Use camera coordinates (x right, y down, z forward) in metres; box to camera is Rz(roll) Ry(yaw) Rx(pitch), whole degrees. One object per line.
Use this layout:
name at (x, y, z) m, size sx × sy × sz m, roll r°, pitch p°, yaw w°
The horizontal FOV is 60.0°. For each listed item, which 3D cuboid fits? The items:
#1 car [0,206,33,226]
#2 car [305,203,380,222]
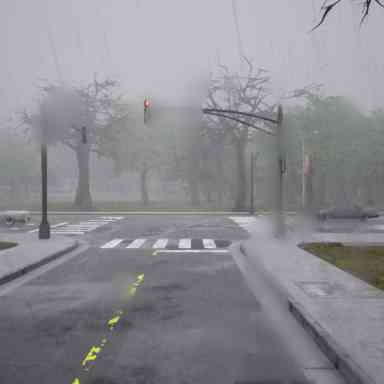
car at (-13.643, 1.589, 22.932) m, size 4.718 × 1.301 × 1.895 m, roll 0°, pitch 0°, yaw 0°
car at (11.836, 1.563, 26.363) m, size 5.357 × 1.411 × 2.033 m, roll 0°, pitch 0°, yaw 0°
